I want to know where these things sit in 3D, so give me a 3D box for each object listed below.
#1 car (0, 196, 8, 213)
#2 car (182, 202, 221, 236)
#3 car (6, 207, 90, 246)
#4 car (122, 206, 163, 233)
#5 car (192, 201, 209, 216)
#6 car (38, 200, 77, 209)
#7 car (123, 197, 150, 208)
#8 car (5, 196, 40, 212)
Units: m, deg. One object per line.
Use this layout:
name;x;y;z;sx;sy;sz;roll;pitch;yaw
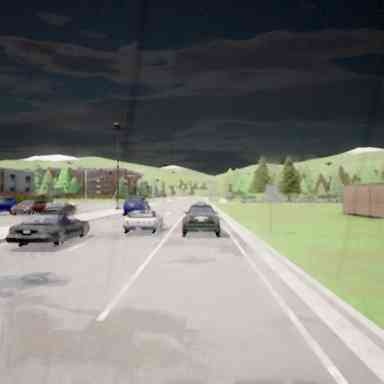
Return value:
car;-21.174;1.499;35.997;2.150;2.045;5.566;0;-1;2
car;0.543;1.521;19.786;2.097;1.767;4.553;0;0;1
car;-6.563;1.675;15.860;2.033;1.411;5.357;0;0;1
car;-2.938;1.774;20.836;1.895;1.301;4.718;0;0;1
car;0.969;1.845;37.805;1.812;1.442;4.674;0;-1;1
car;-14.168;1.836;36.098;2.033;1.411;5.357;0;-1;1
car;-6.051;1.524;36.599;2.150;2.045;5.566;0;0;1
car;-17.668;1.635;36.164;2.097;1.767;4.553;0;0;1
